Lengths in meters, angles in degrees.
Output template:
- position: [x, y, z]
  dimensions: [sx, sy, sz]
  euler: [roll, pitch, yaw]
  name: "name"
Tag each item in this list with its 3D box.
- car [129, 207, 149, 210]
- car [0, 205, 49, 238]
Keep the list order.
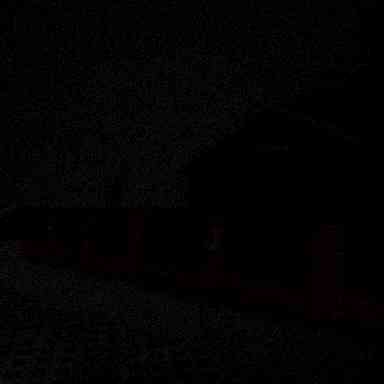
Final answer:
- position: [-4.615, 1.946, 27.780]
  dimensions: [1.994, 1.385, 4.181]
  euler: [-1, -1, 35]
  name: "car"
- position: [-10.348, 1.617, 19.640]
  dimensions: [2.097, 1.767, 4.553]
  euler: [-1, -1, 35]
  name: "car"
